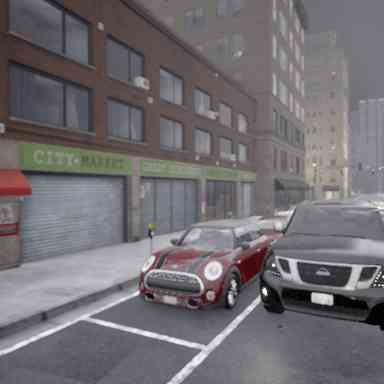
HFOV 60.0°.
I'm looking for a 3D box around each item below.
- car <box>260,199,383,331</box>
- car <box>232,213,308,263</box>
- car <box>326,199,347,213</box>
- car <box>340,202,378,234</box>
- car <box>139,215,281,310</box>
[{"bbox_3d":[3.205,1.219,7.343,2.150,2.045,5.566,0,0,28],"label":"car"},{"bbox_3d":[3.166,1.577,12.740,1.802,1.307,4.206,-1,0,28],"label":"car"},{"bbox_3d":[16.303,1.517,37.386,1.887,1.381,4.507,-1,0,28],"label":"car"},{"bbox_3d":[10.240,1.466,20.323,1.882,1.535,5.008,0,0,28],"label":"car"},{"bbox_3d":[0.537,1.438,7.812,1.967,1.590,4.097,-1,0,28],"label":"car"}]
